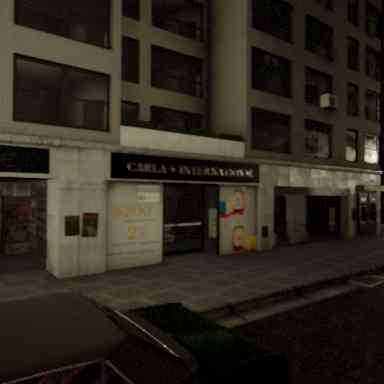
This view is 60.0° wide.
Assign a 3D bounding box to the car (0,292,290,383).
[{"bbox_3d":[-1.546,1.601,2.276,4.718,1.301,1.895,0,0,-36],"label":"car"}]
